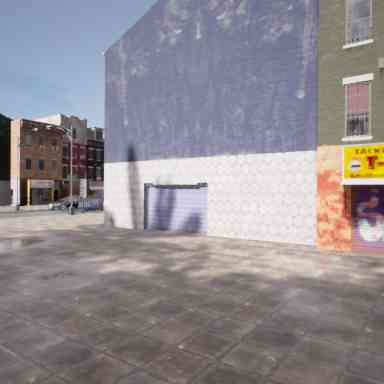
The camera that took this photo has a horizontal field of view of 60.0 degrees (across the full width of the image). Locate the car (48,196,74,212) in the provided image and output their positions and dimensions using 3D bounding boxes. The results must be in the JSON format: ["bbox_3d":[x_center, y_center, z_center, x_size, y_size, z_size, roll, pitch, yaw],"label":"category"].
[{"bbox_3d":[-12.378,1.180,34.458,2.128,1.511,4.902,1,1,36],"label":"car"}]

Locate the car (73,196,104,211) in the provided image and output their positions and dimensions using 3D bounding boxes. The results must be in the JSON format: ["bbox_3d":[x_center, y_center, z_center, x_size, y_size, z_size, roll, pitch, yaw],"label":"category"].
[{"bbox_3d":[-8.990,1.242,34.132,2.033,1.411,5.357,1,1,35],"label":"car"}]
